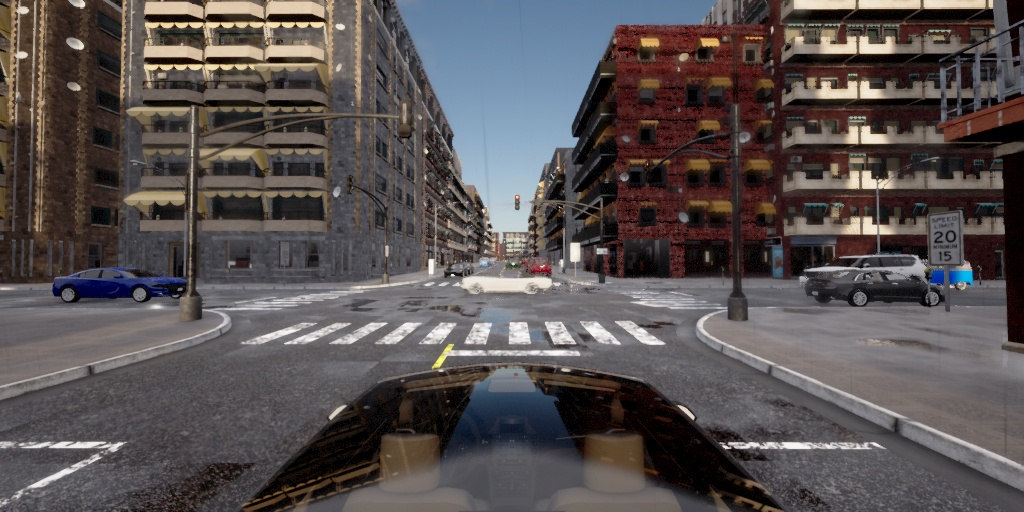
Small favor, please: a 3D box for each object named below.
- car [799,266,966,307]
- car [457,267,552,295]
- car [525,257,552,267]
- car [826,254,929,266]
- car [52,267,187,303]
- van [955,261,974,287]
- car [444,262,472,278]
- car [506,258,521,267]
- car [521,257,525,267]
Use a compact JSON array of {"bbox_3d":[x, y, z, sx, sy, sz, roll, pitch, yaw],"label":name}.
[{"bbox_3d":[13.767,1.185,13.683,4.403,1.370,2.007,0,0,0],"label":"car"},{"bbox_3d":[-0.319,1.389,19.172,4.718,1.301,1.895,0,-1,0],"label":"car"},{"bbox_3d":[2.626,1.077,33.997,2.192,1.841,5.009,0,0,0],"label":"car"},{"bbox_3d":[18.616,0.954,19.098,5.566,2.045,2.150,-1,-1,0],"label":"car"},{"bbox_3d":[-17.587,1.254,16.304,5.008,1.535,1.882,0,-1,0],"label":"car"},{"bbox_3d":[24.939,1.115,21.515,3.998,1.789,1.690,0,0,0],"label":"van"},{"bbox_3d":[-5.255,1.328,33.966,1.948,1.339,4.313,0,0,0],"label":"car"},{"bbox_3d":[0.191,1.133,50.310,2.097,1.767,4.553,0,0,0],"label":"car"},{"bbox_3d":[2.647,1.086,45.120,2.192,1.841,5.009,0,0,0],"label":"car"}]
